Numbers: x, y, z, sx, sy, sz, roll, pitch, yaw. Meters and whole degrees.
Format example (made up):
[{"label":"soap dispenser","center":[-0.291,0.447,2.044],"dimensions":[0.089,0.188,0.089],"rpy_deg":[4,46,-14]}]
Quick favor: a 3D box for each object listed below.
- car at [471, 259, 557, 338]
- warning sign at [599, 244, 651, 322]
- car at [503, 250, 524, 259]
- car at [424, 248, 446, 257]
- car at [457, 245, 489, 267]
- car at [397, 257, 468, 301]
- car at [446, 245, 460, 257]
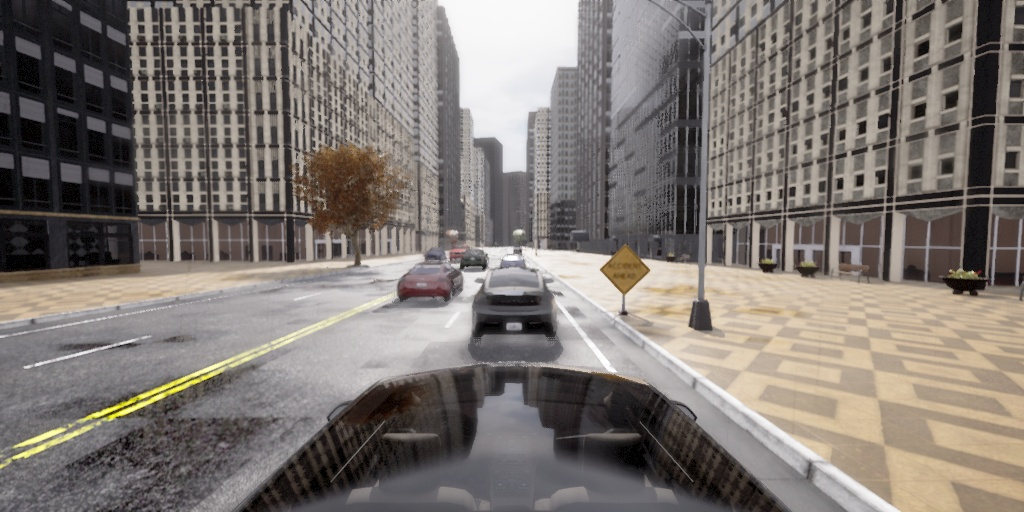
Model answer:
[{"label":"car","center":[0.060,1.018,9.318],"dimensions":[1.837,1.490,4.892],"rpy_deg":[0,2,0]},{"label":"warning sign","center":[2.853,0.630,9.205],"dimensions":[1.300,1.860,1.060],"rpy_deg":[0,0,0]},{"label":"car","center":[0.078,0.538,25.965],"dimensions":[2.033,1.411,5.357],"rpy_deg":[0,2,0]},{"label":"car","center":[-9.819,-0.292,46.198],"dimensions":[2.097,1.767,4.553],"rpy_deg":[0,2,0]},{"label":"car","center":[-3.152,0.182,31.077],"dimensions":[2.097,1.767,4.553],"rpy_deg":[0,2,0]},{"label":"car","center":[-3.163,0.910,14.579],"dimensions":[1.994,1.385,4.181],"rpy_deg":[0,2,0]},{"label":"car","center":[-6.573,-0.410,45.815],"dimensions":[2.150,2.045,5.566],"rpy_deg":[0,2,0]}]
